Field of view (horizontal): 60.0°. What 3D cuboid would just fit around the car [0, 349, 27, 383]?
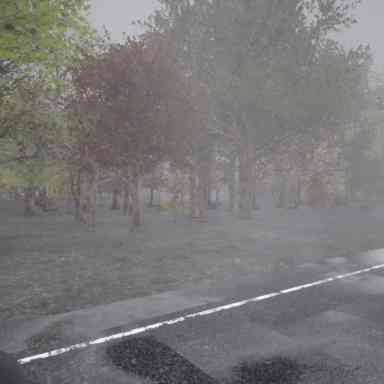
[{"bbox_3d":[-3.319,1.502,1.380,4.892,1.490,1.837,1,-1,-35],"label":"car"}]
